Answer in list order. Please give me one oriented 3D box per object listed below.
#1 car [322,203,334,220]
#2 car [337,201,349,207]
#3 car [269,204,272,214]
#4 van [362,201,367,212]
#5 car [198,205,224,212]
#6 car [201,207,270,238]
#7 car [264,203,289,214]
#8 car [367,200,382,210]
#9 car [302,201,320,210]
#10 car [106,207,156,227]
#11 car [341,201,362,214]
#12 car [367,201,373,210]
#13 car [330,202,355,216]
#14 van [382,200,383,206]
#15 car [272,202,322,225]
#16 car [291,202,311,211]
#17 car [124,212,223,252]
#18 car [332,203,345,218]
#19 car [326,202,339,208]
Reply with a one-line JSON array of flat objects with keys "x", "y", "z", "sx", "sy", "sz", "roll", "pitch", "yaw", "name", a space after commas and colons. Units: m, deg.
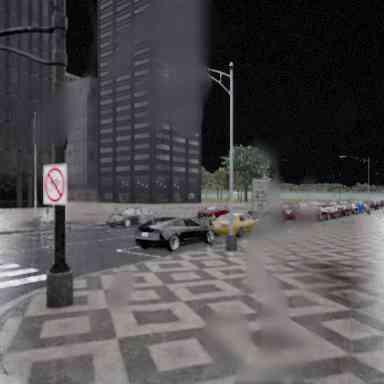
[{"x": 12.446, "y": 2.111, "z": 33.334, "sx": 1.887, "sy": 1.381, "sz": 4.507, "roll": -1, "pitch": -2, "yaw": 36, "name": "car"}, {"x": 38.305, "y": 3.032, "z": 84.223, "sx": 2.008, "sy": 1.369, "sz": 4.403, "roll": -1, "pitch": -1, "yaw": 36, "name": "car"}, {"x": 8.791, "y": 2.204, "z": 42.886, "sx": 2.008, "sy": 1.369, "sz": 4.403, "roll": -1, "pitch": -2, "yaw": 36, "name": "car"}, {"x": 25.564, "y": 2.286, "z": 51.712, "sx": 1.690, "sy": 1.788, "sz": 3.998, "roll": -1, "pitch": -2, "yaw": 36, "name": "van"}, {"x": 2.234, "y": 2.010, "z": 33.700, "sx": 1.887, "sy": 1.381, "sz": 4.507, "roll": -1, "pitch": -2, "yaw": 36, "name": "car"}, {"x": 2.708, "y": 1.821, "z": 19.693, "sx": 1.752, "sy": 1.417, "sz": 4.829, "roll": -1, "pitch": -2, "yaw": 36, "name": "car"}, {"x": 12.070, "y": 2.299, "z": 47.478, "sx": 2.008, "sy": 1.369, "sz": 4.403, "roll": -1, "pitch": -2, "yaw": 36, "name": "car"}, {"x": 35.402, "y": 2.536, "z": 65.493, "sx": 2.192, "sy": 1.841, "sz": 5.009, "roll": -1, "pitch": -2, "yaw": 36, "name": "car"}, {"x": 21.908, "y": 2.470, "z": 61.260, "sx": 1.967, "sy": 1.590, "sz": 4.097, "roll": -1, "pitch": -2, "yaw": 36, "name": "car"}, {"x": -4.324, "y": 1.835, "z": 24.513, "sx": 2.008, "sy": 1.369, "sz": 4.403, "roll": -1, "pitch": -1, "yaw": 36, "name": "car"}, {"x": 22.284, "y": 2.291, "z": 47.116, "sx": 1.967, "sy": 1.590, "sz": 4.097, "roll": -1, "pitch": -2, "yaw": 36, "name": "car"}, {"x": 28.844, "y": 2.589, "z": 56.301, "sx": 2.008, "sy": 1.369, "sz": 4.403, "roll": -1, "pitch": -2, "yaw": 36, "name": "car"}, {"x": 19.005, "y": 2.301, "z": 42.520, "sx": 1.887, "sy": 1.381, "sz": 4.507, "roll": -1, "pitch": -2, "yaw": 36, "name": "car"}, {"x": 38.682, "y": 2.652, "z": 70.086, "sx": 1.690, "sy": 1.788, "sz": 3.998, "roll": -1, "pitch": -2, "yaw": 36, "name": "van"}, {"x": 9.167, "y": 1.788, "z": 28.746, "sx": 2.192, "sy": 1.841, "sz": 5.009, "roll": -1, "pitch": -2, "yaw": 36, "name": "car"}, {"x": 18.629, "y": 2.488, "z": 56.665, "sx": 2.008, "sy": 1.369, "sz": 4.403, "roll": -1, "pitch": -2, "yaw": 36, "name": "car"}, {"x": -0.669, "y": 1.771, "z": 14.961, "sx": 1.947, "sy": 1.339, "sz": 4.313, "roll": -1, "pitch": -2, "yaw": 36, "name": "car"}, {"x": 15.730, "y": 2.243, "z": 37.932, "sx": 1.802, "sy": 1.307, "sz": 4.206, "roll": -1, "pitch": -2, "yaw": 36, "name": "car"}, {"x": 31.747, "y": 2.885, "z": 75.037, "sx": 1.802, "sy": 1.307, "sz": 4.206, "roll": -1, "pitch": -2, "yaw": 36, "name": "car"}]
